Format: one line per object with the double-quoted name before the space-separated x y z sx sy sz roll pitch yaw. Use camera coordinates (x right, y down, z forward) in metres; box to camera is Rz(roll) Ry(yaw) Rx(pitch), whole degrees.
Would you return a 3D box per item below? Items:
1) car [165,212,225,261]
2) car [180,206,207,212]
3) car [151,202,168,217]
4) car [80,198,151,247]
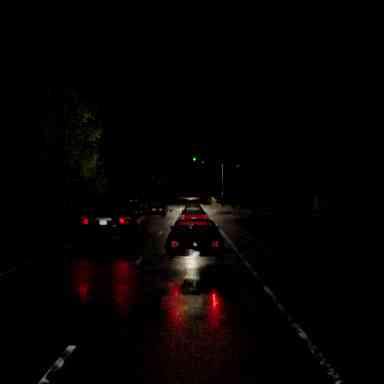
"car" 0.097 1.633 12.418 1.895 1.301 4.718 0 0 0
"car" 0.110 1.622 22.784 1.994 1.385 4.181 0 0 0
"car" -3.408 1.627 32.008 2.033 1.411 5.357 0 0 0
"car" -3.404 1.262 15.374 2.150 2.045 5.566 0 0 0
